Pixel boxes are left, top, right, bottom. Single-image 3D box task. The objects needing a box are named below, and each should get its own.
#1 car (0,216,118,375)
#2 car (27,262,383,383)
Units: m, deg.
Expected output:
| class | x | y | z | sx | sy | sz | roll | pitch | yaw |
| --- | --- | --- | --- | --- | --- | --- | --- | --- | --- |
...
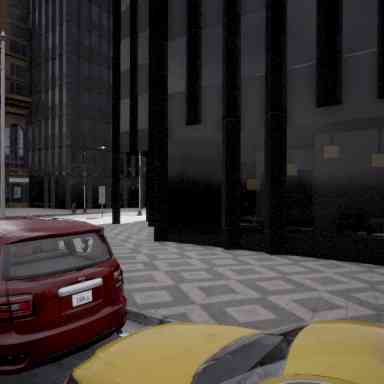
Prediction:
| class | x | y | z | sx | sy | sz | roll | pitch | yaw |
| --- | --- | --- | --- | --- | --- | --- | --- | --- | --- |
| car | -3.217 | 1.314 | 5.249 | 5.009 | 1.841 | 2.192 | 0 | 0 | 35 |
| car | 1.064 | 1.525 | 2.200 | 4.829 | 1.417 | 1.752 | 0 | 0 | 35 |
